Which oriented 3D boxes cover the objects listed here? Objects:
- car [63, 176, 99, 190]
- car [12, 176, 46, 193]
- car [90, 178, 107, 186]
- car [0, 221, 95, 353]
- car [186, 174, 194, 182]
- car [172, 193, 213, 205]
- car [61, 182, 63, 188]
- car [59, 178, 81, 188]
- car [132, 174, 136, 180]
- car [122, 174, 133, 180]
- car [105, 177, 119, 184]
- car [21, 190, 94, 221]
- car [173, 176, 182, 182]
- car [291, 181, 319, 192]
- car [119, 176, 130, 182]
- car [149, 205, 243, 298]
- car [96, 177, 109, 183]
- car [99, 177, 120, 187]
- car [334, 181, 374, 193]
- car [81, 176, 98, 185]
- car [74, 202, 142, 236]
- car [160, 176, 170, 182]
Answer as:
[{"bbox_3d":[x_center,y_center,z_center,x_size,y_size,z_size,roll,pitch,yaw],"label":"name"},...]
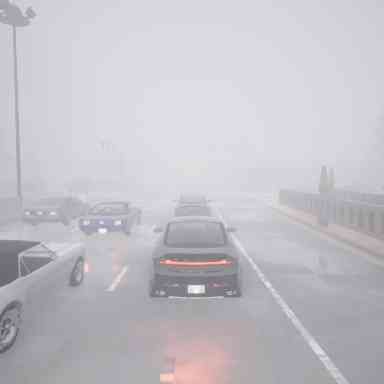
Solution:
[{"bbox_3d":[-14.289,-0.993,43.140,2.150,2.045,5.566,0,4,0],"label":"car"},{"bbox_3d":[-21.291,-1.024,43.662,2.150,2.045,5.566,0,3,0],"label":"car"},{"bbox_3d":[-17.821,-1.925,63.586,1.812,1.442,4.674,0,4,0],"label":"car"},{"bbox_3d":[-3.421,1.506,5.925,1.895,1.301,4.718,0,2,0],"label":"car"},{"bbox_3d":[-0.410,-3.506,89.684,2.128,1.511,4.902,0,3,0],"label":"car"},{"bbox_3d":[0.034,0.838,17.521,1.837,1.490,4.892,0,3,-1],"label":"car"},{"bbox_3d":[-17.811,-1.105,50.391,2.033,1.411,5.357,0,3,0],"label":"car"},{"bbox_3d":[-21.328,-1.660,58.404,1.882,1.535,5.008,0,3,0],"label":"car"},{"bbox_3d":[-14.367,-3.247,80.445,2.150,2.045,5.566,0,3,0],"label":"car"},{"bbox_3d":[-14.318,-2.369,70.130,1.882,1.535,5.008,0,3,0],"label":"car"},{"bbox_3d":[-17.838,-2.545,74.283,1.994,1.385,4.181,0,3,0],"label":"car"},{"bbox_3d":[-6.969,0.868,17.683,2.033,1.411,5.357,0,3,0],"label":"car"},{"bbox_3d":[-3.904,-3.433,88.403,1.812,1.442,4.674,0,3,0],"label":"car"},{"bbox_3d":[15.020,-0.644,42.392,4.674,1.442,1.812,0,3,2],"label":"car"},{"bbox_3d":[-17.905,-3.463,88.592,2.128,1.511,4.902,0,3,0],"label":"car"},{"bbox_3d":[0.070,1.338,8.142,1.837,1.490,4.892,0,2,0],"label":"car"},{"bbox_3d":[-21.362,-2.815,79.446,1.895,1.301,4.718,0,3,0],"label":"car"},{"bbox_3d":[-14.336,-1.778,58.274,2.097,1.767,4.553,0,3,0],"label":"car"},{"bbox_3d":[18.463,-0.474,38.783,5.008,1.535,1.882,0,3,2],"label":"car"},{"bbox_3d":[-21.315,-2.456,69.540,2.097,1.767,4.553,0,3,0],"label":"car"},{"bbox_3d":[-3.457,1.078,15.051,1.895,1.301,4.718,0,3,0],"label":"car"},{"bbox_3d":[-7.404,-3.432,88.386,1.812,1.442,4.674,0,3,0],"label":"car"}]
